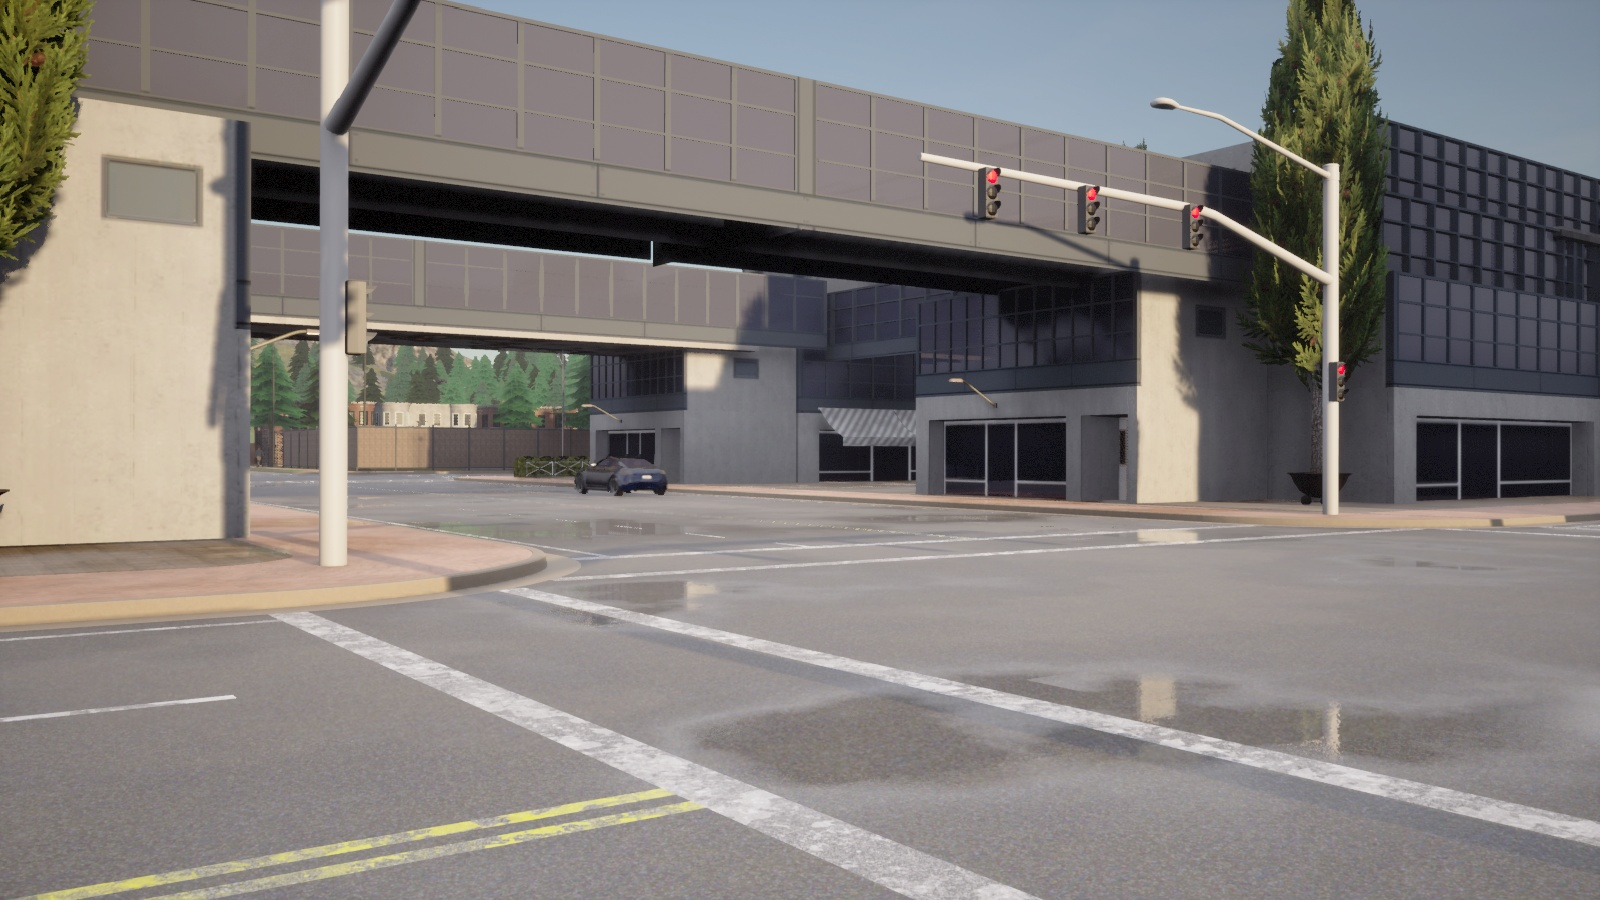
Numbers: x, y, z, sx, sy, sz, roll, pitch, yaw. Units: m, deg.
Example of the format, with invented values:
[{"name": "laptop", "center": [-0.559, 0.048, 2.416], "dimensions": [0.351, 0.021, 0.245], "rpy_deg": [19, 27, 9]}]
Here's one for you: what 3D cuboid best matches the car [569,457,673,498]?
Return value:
[{"name": "car", "center": [-6.414, 0.932, 44.676], "dimensions": [1.994, 1.385, 4.181], "rpy_deg": [0, 0, -35]}]
